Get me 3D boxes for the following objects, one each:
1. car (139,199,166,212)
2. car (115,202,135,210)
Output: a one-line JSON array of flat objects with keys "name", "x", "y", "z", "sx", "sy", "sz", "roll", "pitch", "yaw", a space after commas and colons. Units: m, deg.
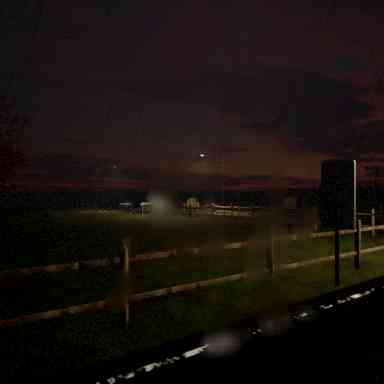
[{"name": "car", "x": -6.347, "y": 2.094, "z": 53.006, "sx": 2.150, "sy": 2.045, "sz": 5.566, "roll": 0, "pitch": -1, "yaw": -36}, {"name": "car", "x": -12.428, "y": 2.631, "z": 61.788, "sx": 2.033, "sy": 1.411, "sz": 5.357, "roll": 0, "pitch": -1, "yaw": -34}]
